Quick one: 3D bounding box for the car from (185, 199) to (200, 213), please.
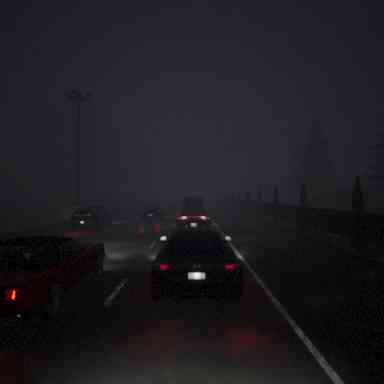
[{"bbox_3d":[0.098,1.760,43.285,1.801,1.575,5.366,0,0,0],"label":"car"}]

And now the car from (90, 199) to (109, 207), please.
[{"bbox_3d":[-17.531,1.989,63.055,2.033,1.411,5.357,0,0,1],"label":"car"}]

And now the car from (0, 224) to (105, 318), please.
[{"bbox_3d":[-3.402,1.654,7.456,1.895,1.301,4.718,0,0,0],"label":"car"}]

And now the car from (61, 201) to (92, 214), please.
[{"bbox_3d":[-14.102,1.834,40.951,2.033,1.411,5.357,0,0,0],"label":"car"}]

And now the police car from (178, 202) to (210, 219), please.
[{"bbox_3d":[0.098,1.647,20.703,2.038,1.542,4.974,0,-1,0],"label":"police car"}]

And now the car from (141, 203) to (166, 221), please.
[{"bbox_3d":[-3.401,1.733,29.498,1.812,1.442,4.674,0,0,0],"label":"car"}]

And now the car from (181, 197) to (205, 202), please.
[{"bbox_3d":[0.097,1.446,31.668,2.150,2.045,5.566,0,0,0],"label":"car"}]

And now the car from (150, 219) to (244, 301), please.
[{"bbox_3d":[0.096,1.624,8.502,1.994,1.385,4.181,0,0,0],"label":"car"}]

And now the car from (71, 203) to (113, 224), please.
[{"bbox_3d":[-6.902,1.667,23.313,1.837,1.490,4.892,0,-1,0],"label":"car"}]
